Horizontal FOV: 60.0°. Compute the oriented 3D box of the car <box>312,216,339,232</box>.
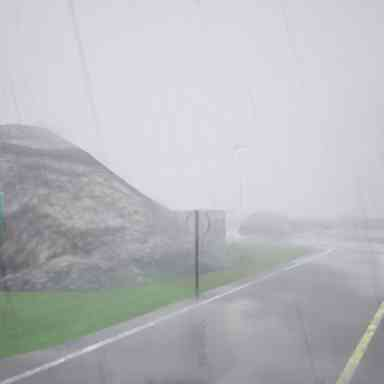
[{"bbox_3d":[12.958,3.505,36.508,4.902,1.511,2.128,-3,-4,37],"label":"car"}]

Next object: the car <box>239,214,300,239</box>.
[{"bbox_3d":[6.338,2.977,28.362,4.553,1.767,2.097,-3,-4,37],"label":"car"}]

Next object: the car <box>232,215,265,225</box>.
[{"bbox_3d":[8.961,4.421,52.799,4.892,1.490,1.837,-2,-4,37],"label":"car"}]

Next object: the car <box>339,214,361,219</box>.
[{"bbox_3d":[23.263,4.215,50.885,4.892,1.490,1.837,-2,-4,37],"label":"car"}]

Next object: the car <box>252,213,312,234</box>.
[{"bbox_3d":[7.984,3.003,31.502,5.566,2.045,2.150,-3,-4,37],"label":"car"}]
